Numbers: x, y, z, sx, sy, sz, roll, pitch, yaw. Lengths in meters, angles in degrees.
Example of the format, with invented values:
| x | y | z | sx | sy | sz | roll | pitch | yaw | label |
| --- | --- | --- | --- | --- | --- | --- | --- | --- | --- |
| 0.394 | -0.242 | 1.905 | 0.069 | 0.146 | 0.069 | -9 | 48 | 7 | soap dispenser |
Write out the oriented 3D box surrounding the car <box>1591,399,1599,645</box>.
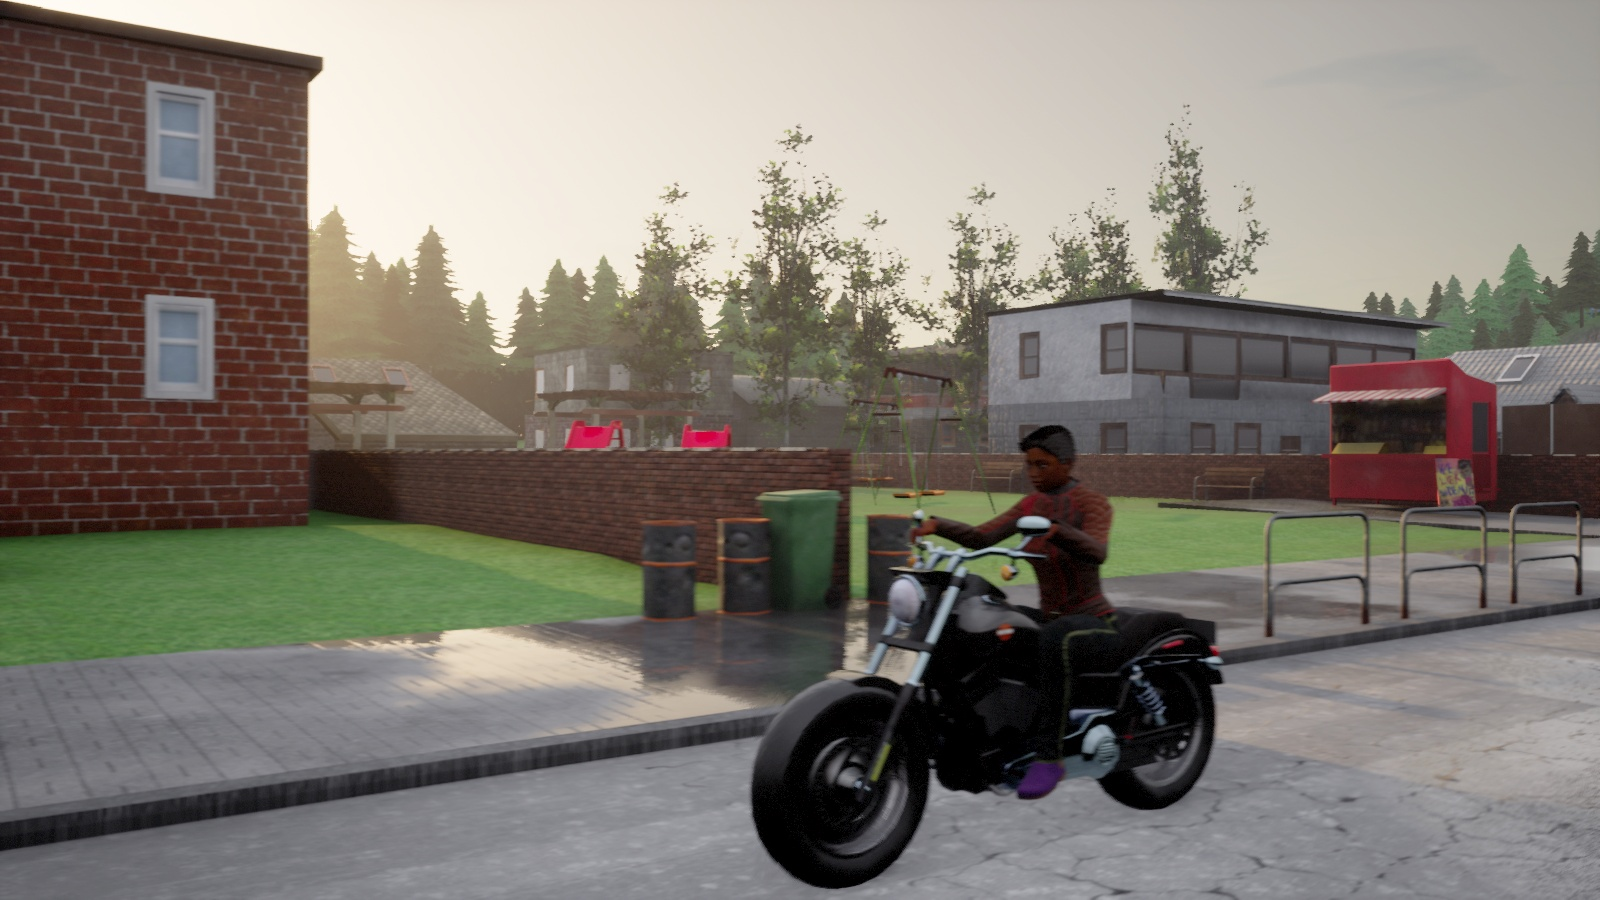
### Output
| x | y | z | sx | sy | sz | roll | pitch | yaw | label |
| --- | --- | --- | --- | --- | --- | --- | --- | --- | --- |
| 8.218 | 0.548 | 9.997 | 3.866 | 1.878 | 1.905 | 0 | 0 | -35 | car |

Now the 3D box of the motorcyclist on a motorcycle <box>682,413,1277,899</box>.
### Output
| x | y | z | sx | sy | sz | roll | pitch | yaw | label |
| --- | --- | --- | --- | --- | --- | --- | --- | --- | --- |
| 0.771 | 0.706 | 4.807 | 2.350 | 1.649 | 0.766 | 0 | 0 | -35 | motorcyclist on a motorcycle |
